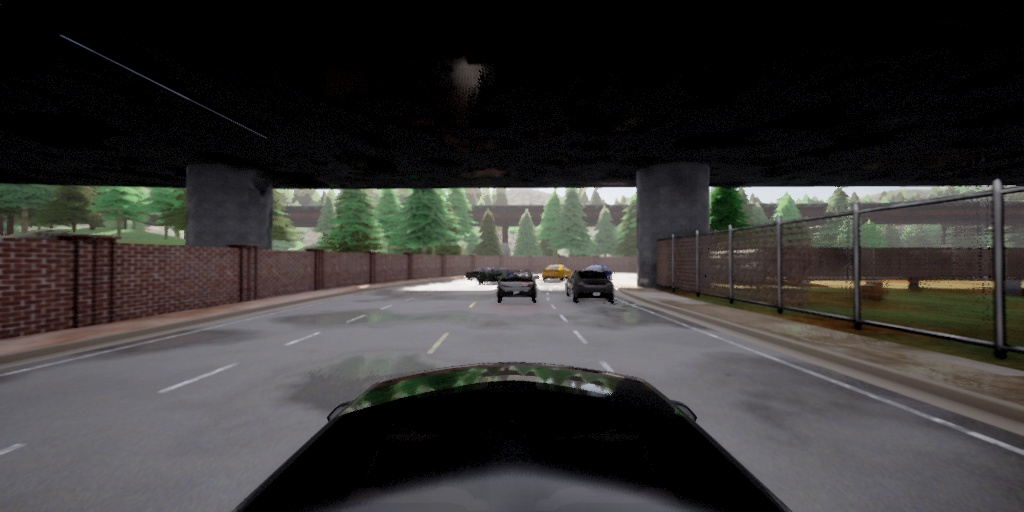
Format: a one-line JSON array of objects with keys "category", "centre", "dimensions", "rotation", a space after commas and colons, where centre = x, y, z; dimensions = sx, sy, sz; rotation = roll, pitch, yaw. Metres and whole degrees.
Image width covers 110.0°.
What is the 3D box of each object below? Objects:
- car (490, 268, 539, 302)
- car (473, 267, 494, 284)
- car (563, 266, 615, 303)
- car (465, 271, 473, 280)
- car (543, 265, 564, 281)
[{"category": "car", "centre": [0.328, 1.424, 18.153], "dimensions": [2.128, 1.511, 4.902], "rotation": [0, -1, 3]}, {"category": "car", "centre": [-1.344, 1.665, 30.192], "dimensions": [1.895, 1.301, 4.718], "rotation": [0, -1, 16]}, {"category": "car", "centre": [3.817, 1.435, 18.005], "dimensions": [1.837, 1.490, 4.892], "rotation": [0, -1, 3]}, {"category": "car", "centre": [-2.889, 1.733, 36.350], "dimensions": [1.895, 1.301, 4.718], "rotation": [0, -1, 23]}, {"category": "car", "centre": [4.516, 1.596, 35.088], "dimensions": [1.882, 1.535, 5.008], "rotation": [-1, -1, 23]}]
